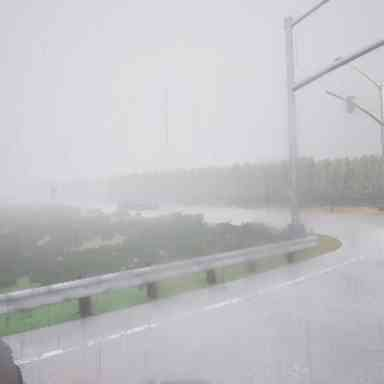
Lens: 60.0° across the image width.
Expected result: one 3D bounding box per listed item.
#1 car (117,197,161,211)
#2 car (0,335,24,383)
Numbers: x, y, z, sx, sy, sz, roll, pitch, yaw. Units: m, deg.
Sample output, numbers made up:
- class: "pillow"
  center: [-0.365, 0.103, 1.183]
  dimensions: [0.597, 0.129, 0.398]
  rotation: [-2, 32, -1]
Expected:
- class: "car"
  center: [-4.731, 1.096, 29.226]
  dimensions: [1.895, 1.301, 4.718]
  rotation: [-4, 2, -41]
- class: "car"
  center: [-3.136, 1.635, 1.688]
  dimensions: [4.181, 1.385, 1.994]
  rotation: [-1, 1, -35]
